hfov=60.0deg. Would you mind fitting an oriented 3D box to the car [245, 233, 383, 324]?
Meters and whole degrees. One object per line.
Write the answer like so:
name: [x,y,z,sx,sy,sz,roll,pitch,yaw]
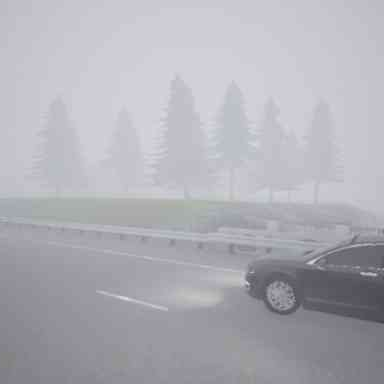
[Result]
car: [3.327,1.504,5.917,4.892,1.490,1.837,0,0,36]
